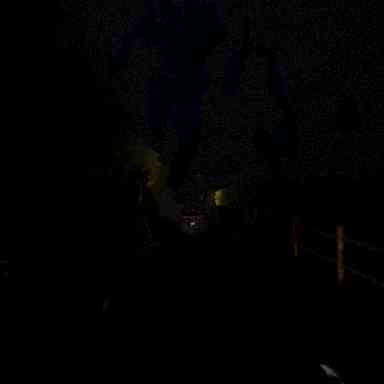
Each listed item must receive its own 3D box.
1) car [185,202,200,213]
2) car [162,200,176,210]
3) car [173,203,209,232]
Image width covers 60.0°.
[{"bbox_3d":[0.094,2.076,44.964,1.895,1.301,4.718,0,-1,0],"label":"car"},{"bbox_3d":[-3.510,2.060,51.775,2.128,1.511,4.902,0,-1,0],"label":"car"},{"bbox_3d":[0.096,1.691,21.522,2.128,1.511,4.902,0,-1,0],"label":"car"}]
